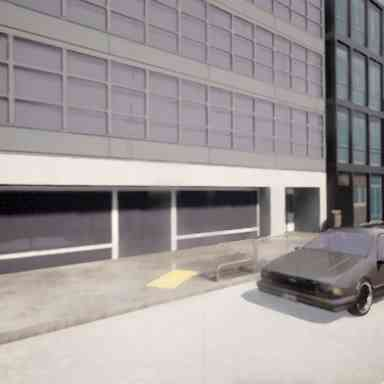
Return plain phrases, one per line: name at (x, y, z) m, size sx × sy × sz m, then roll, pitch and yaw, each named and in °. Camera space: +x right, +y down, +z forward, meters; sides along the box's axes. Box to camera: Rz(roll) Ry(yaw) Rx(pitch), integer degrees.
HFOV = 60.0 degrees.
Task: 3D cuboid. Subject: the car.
car at (3.886, 1.546, 7.757) m, size 5.357 × 1.411 × 2.033 m, roll 0°, pitch 0°, yaw -38°
